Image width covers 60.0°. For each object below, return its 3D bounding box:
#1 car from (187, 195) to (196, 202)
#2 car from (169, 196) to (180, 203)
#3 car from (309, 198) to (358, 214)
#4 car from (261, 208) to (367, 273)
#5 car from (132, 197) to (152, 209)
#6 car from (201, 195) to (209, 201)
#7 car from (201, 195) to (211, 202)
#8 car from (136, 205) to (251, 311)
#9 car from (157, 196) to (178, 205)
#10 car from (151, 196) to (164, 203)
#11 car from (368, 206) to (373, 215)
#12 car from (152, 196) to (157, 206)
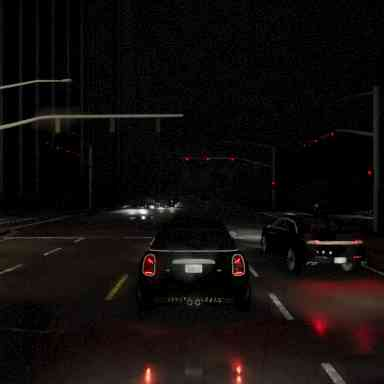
[{"bbox_3d":[-0.141,1.478,77.833,1.882,1.535,5.008,0,0,0],"label":"car"},{"bbox_3d":[-3.627,1.540,70.014,2.033,1.411,5.357,0,0,0],"label":"car"},{"bbox_3d":[14.609,1.407,34.669,4.553,1.767,2.097,0,0,2],"label":"car"},{"bbox_3d":[3.600,1.492,10.729,2.128,1.511,4.902,0,0,-3],"label":"car"},{"bbox_3d":[-7.183,1.601,46.505,1.895,1.301,4.718,0,0,0],"label":"car"},{"bbox_3d":[3.341,1.478,87.916,1.882,1.535,5.008,0,0,0],"label":"car"},{"bbox_3d":[3.359,1.500,77.817,1.837,1.490,4.892,0,0,0],"label":"car"},{"bbox_3d":[0.043,1.352,7.919,2.097,1.767,4.553,0,0,0],"label":"car"},{"bbox_3d":[-3.687,1.352,50.504,2.097,1.767,4.553,0,0,0],"label":"car"},{"bbox_3d":[-7.125,1.545,69.238,2.033,1.411,5.357,0,0,0],"label":"car"},{"bbox_3d":[19.120,1.560,31.116,4.892,1.490,1.837,0,0,0],"label":"car"},{"bbox_3d":[-7.186,1.526,55.660,1.812,1.442,4.674,0,0,0],"label":"car"}]
